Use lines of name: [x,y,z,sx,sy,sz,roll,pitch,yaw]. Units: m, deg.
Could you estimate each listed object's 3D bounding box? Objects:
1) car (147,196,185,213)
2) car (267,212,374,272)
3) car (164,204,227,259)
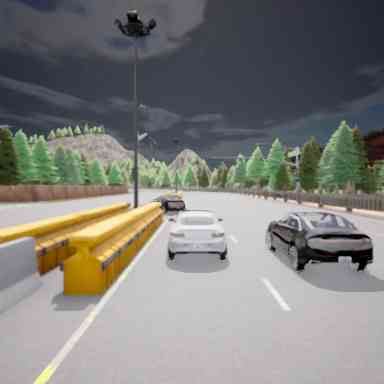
car: [-2.399,1.070,29.459,2.128,1.511,4.902,0,1,-31]
car: [3.633,1.347,10.290,2.128,1.511,4.902,0,1,0]
car: [0.141,1.361,11.743,1.812,1.442,4.674,0,1,-1]
